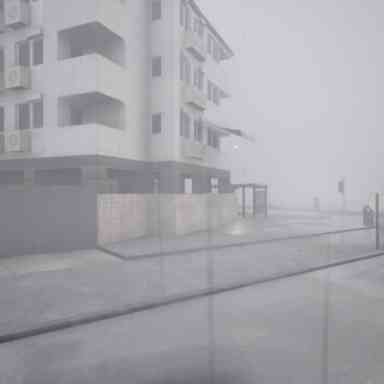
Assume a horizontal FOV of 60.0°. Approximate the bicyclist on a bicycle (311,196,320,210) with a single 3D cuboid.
[{"bbox_3d":[14.709,1.326,39.571,1.656,1.620,0.582,0,0,-35],"label":"bicyclist on a bicycle"}]
